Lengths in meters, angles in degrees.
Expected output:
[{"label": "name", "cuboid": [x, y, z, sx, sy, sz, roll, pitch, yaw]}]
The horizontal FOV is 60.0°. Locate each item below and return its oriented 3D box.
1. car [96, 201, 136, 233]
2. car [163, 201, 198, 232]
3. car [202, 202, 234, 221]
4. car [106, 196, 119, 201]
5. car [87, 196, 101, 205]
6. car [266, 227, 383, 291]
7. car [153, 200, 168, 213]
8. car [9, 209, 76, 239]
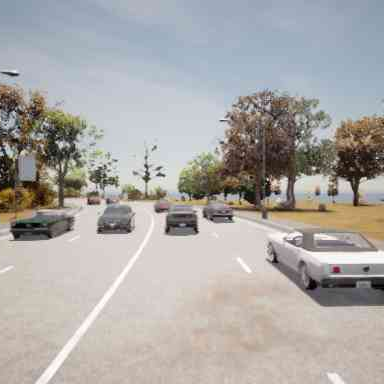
[{"label": "car", "cuboid": [-4.389, 1.510, 19.816, 1.837, 1.490, 4.892, 0, 0, -5]}, {"label": "car", "cuboid": [-0.694, 1.509, 20.167, 1.837, 1.490, 4.892, 0, 0, -5]}, {"label": "car", "cuboid": [2.062, 1.554, 27.671, 2.033, 1.411, 5.357, 0, 0, -7]}, {"label": "car", "cuboid": [-14.498, 1.497, 60.563, 2.128, 1.511, 4.902, 0, 0, -23]}, {"label": "car", "cuboid": [-16.748, 1.476, 56.915, 1.882, 1.535, 5.008, 0, 0, -23]}, {"label": "car", "cuboid": [3.439, 1.601, 9.005, 1.895, 1.301, 4.718, 0, 0, -2]}, {"label": "car", "cuboid": [-3.349, 1.573, 38.152, 1.994, 1.385, 4.181, 0, 0, -12]}, {"label": "car", "cuboid": [-7.697, 1.606, 17.551, 1.895, 1.301, 4.718, 0, 0, -4]}]
